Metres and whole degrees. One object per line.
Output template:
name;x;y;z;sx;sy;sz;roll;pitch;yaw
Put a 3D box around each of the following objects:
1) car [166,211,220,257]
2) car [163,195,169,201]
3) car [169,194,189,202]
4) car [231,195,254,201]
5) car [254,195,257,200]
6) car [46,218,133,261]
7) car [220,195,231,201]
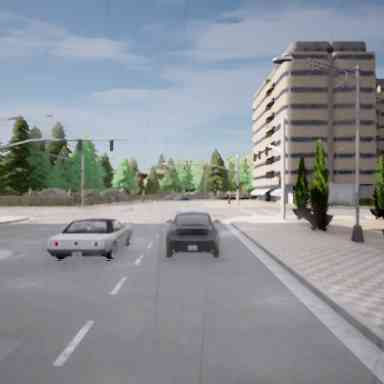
car;0.044;1.508;12.942;1.837;1.490;4.892;0;0;1
car;-5.119;1.511;80.434;1.837;1.490;4.892;0;0;27
car;-2.614;1.366;77.694;2.097;1.767;4.553;0;0;27
car;13.044;1.607;85.922;4.718;1.301;1.895;0;0;-37
car;18.386;1.513;93.177;4.892;1.490;1.837;0;0;-22
car;-3.463;1.603;12.307;1.895;1.301;4.718;0;0;1
car;9.597;1.490;87.647;5.008;1.535;1.882;0;0;-41
